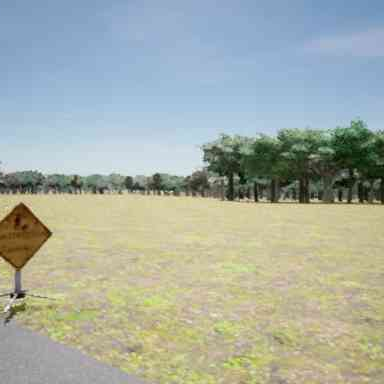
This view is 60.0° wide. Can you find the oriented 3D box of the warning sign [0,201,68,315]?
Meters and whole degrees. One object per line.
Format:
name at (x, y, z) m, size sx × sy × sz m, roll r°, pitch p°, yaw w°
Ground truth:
warning sign at (-3.261, 1.114, 6.274) m, size 1.060 × 1.860 × 1.300 m, roll 1°, pitch 0°, yaw 35°
